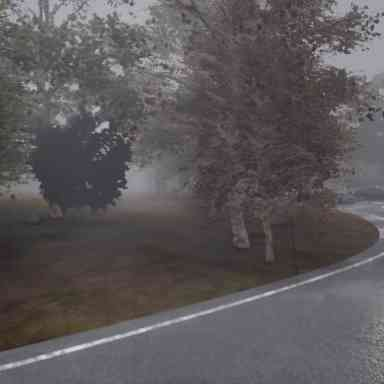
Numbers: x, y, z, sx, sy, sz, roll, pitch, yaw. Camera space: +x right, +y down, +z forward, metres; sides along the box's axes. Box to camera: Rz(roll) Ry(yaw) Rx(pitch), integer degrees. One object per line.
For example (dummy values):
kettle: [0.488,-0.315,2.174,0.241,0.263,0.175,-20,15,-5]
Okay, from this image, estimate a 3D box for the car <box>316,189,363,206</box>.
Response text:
car: [14.236,0.531,33.183,1.837,1.490,4.892,-3,2,-13]

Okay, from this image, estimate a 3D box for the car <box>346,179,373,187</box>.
car: [32.349,-1.712,64.436,4.892,1.490,1.837,-3,2,-1]

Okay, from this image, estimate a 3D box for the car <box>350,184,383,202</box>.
car: [19.298,0.218,34.134,1.837,1.490,4.892,-7,4,-40]
